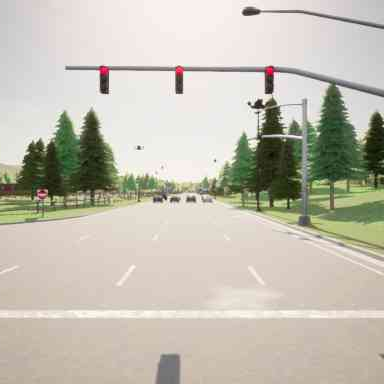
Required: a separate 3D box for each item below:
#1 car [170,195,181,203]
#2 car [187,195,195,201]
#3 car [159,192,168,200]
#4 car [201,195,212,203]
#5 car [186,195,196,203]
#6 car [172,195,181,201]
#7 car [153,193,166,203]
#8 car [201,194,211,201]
[{"bbox_3d":[-3.663,1.492,70.358,1.837,1.490,4.892,0,0,0],"label":"car"},{"bbox_3d":[-0.187,1.385,80.786,1.994,1.385,4.181,0,0,0],"label":"car"},{"bbox_3d":[-7.187,1.057,80.800,2.150,2.045,5.566,0,0,0],"label":"car"},{"bbox_3d":[3.336,1.516,70.791,1.812,1.442,4.674,0,0,0],"label":"car"},{"bbox_3d":[-0.164,1.346,70.720,2.097,1.767,4.553,0,0,0],"label":"car"},{"bbox_3d":[-3.687,1.427,80.808,1.895,1.301,4.718,0,0,0],"label":"car"},{"bbox_3d":[-7.163,1.469,70.350,1.882,1.535,5.008,0,0,0],"label":"car"},{"bbox_3d":[3.313,1.357,80.794,2.128,1.511,4.902,0,0,0],"label":"car"}]
